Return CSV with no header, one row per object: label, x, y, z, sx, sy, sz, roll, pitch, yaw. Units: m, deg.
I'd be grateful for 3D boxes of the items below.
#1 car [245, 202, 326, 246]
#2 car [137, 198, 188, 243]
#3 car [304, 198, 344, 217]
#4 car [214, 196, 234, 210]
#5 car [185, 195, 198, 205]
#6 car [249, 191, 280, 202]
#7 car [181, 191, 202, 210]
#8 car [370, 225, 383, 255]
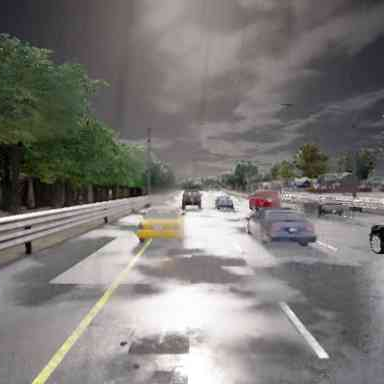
car,3.579,1.365,14.272,2.033,1.411,5.357,0,1,0
car,-1.247,1.265,14.943,1.801,1.575,5.366,0,1,0
car,10.560,1.201,27.110,2.128,1.511,4.902,0,1,0
car,3.546,1.202,37.409,2.033,1.411,5.357,0,0,0
car,-0.070,1.175,50.076,1.812,1.442,4.674,0,0,0
car,7.054,0.894,32.586,2.150,2.045,5.566,0,0,0
car,-0.012,0.873,37.633,2.150,2.045,5.566,0,0,0
car,7.086,1.345,9.533,1.882,1.535,5.008,0,1,0
